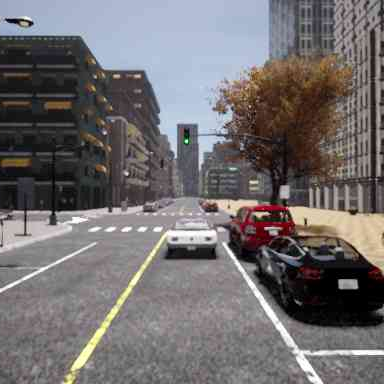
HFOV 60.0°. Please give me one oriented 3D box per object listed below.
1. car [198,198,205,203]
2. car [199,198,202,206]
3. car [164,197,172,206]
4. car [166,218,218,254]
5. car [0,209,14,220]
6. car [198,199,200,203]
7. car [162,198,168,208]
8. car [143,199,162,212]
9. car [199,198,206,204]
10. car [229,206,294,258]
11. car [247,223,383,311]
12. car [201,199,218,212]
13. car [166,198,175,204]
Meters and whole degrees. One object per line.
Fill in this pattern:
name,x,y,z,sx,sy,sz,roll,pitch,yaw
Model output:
car,2.602,2.524,95.503,1.887,1.381,4.507,0,-1,0
car,2.638,2.087,56.947,1.752,1.417,4.829,0,-1,0
car,-5.752,2.118,67.835,1.967,1.590,4.097,0,-1,0
car,-0.010,1.735,14.110,1.895,1.301,4.718,0,-1,0
car,-16.450,1.592,26.291,4.403,1.369,2.008,1,-1,-1
car,2.623,2.319,73.372,1.802,1.307,4.206,0,-1,0
car,-5.742,2.110,56.769,2.008,1.369,4.403,0,-1,0
car,-5.731,1.996,45.704,2.008,1.369,4.403,0,-1,0
car,2.612,2.383,84.608,1.752,1.417,4.829,0,-1,0
car,2.680,1.442,13.327,2.192,1.841,5.009,0,-1,0
car,2.685,1.641,7.802,1.947,1.339,4.313,0,-1,0
car,2.649,1.989,45.711,1.887,1.381,4.507,0,-1,0
car,-5.773,2.357,89.964,1.967,1.590,4.097,0,-1,0
